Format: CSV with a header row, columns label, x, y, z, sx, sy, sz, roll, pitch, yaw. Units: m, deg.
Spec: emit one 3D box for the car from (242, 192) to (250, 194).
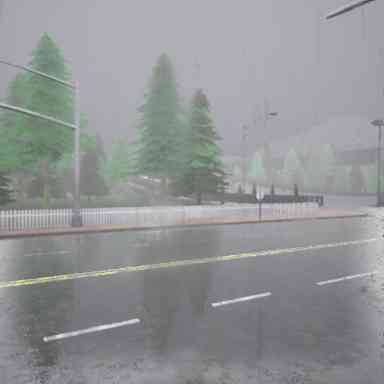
label,x,y,z,sx,sy,sz,roll,pitch,yaw
car,8.622,0.747,55.107,1.837,1.490,4.892,0,3,-31
